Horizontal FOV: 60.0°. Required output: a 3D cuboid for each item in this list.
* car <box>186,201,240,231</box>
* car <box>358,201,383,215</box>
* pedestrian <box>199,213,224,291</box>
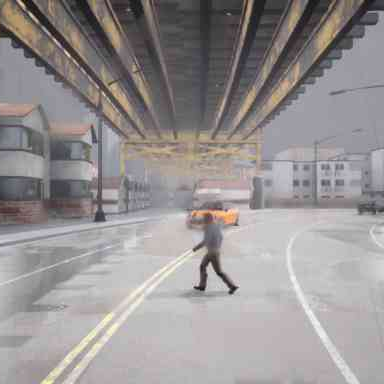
[{"bbox_3d":[1.388,1.366,20.573,2.097,1.767,4.553,0,0,27],"label":"car"},{"bbox_3d":[20.351,1.741,36.838,4.902,1.511,2.128,2,-1,-34],"label":"car"},{"bbox_3d":[0.443,1.296,7.357,0.375,1.860,0.375,1,-1,10],"label":"pedestrian"}]
